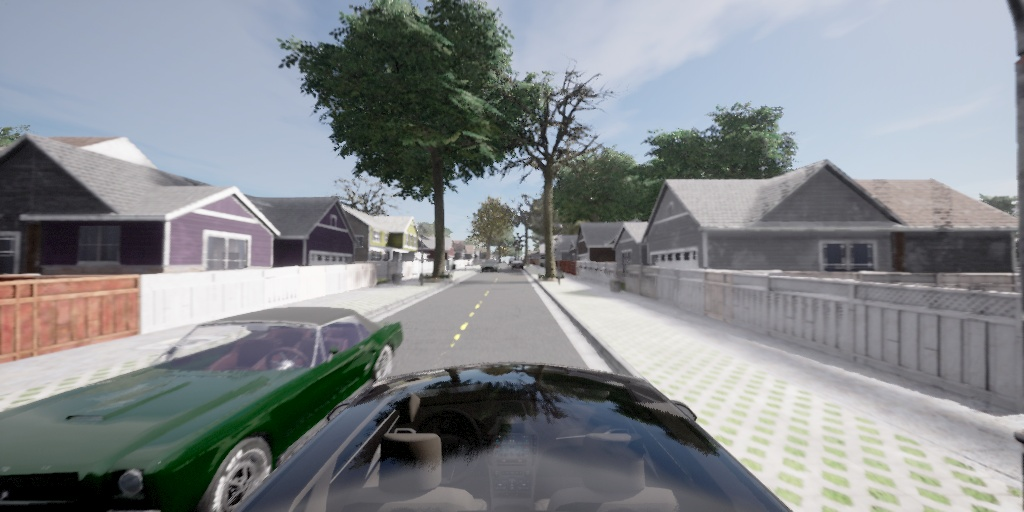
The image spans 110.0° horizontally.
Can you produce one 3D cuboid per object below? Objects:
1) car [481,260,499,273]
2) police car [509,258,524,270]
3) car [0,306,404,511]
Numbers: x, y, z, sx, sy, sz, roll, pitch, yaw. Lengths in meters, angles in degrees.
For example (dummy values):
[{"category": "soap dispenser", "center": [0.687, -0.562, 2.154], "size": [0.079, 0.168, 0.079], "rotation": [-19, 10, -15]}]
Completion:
[{"category": "car", "center": [-2.814, 1.239, 46.427], "size": [2.097, 1.767, 4.553], "rotation": [0, 0, 0]}, {"category": "police car", "center": [0.844, 1.371, 56.770], "size": [1.930, 1.638, 5.238], "rotation": [0, 0, 0]}, {"category": "car", "center": [-2.849, 1.354, 4.145], "size": [1.895, 1.301, 4.718], "rotation": [0, 0, 0]}]
